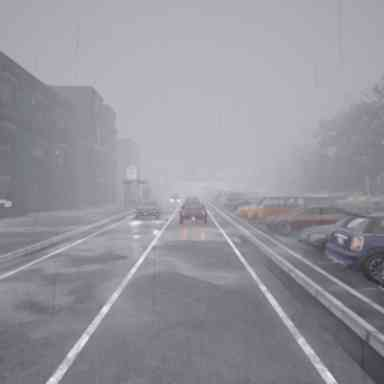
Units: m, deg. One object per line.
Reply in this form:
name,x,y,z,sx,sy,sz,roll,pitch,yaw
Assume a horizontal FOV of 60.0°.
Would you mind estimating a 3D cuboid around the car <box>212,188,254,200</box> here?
car,6.329,0.828,50.719,5.566,2.045,2.435,0,1,0

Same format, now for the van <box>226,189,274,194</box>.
van,6.370,0.988,36.803,4.442,1.987,1.878,0,1,0

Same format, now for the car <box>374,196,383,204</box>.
car,19.276,1.039,28.435,5.566,2.045,2.435,0,1,0

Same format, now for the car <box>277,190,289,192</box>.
car,19.448,0.678,61.986,5.566,2.045,2.435,0,1,0

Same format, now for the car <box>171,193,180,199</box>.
car,-3.404,0.818,68.630,1.895,1.301,4.718,0,1,0

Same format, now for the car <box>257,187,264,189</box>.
car,19.467,0.267,84.294,4.792,1.488,2.163,0,3,0

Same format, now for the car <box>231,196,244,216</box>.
car,6.029,1.312,25.673,5.366,1.575,1.946,0,0,0

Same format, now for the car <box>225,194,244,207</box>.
car,6.249,1.239,34.023,5.008,1.535,2.097,0,1,0

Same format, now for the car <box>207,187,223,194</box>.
car,6.485,-0.454,95.276,4.553,1.767,2.185,0,3,0

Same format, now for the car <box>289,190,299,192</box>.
car,19.431,0.892,56.408,4.553,1.767,2.185,0,1,0

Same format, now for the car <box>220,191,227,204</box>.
car,6.241,1.033,42.496,4.553,1.767,2.185,0,1,0

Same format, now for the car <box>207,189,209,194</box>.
car,6.357,0.597,75.794,4.792,1.488,2.163,0,2,0

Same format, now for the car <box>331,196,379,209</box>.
car,19.345,1.227,39.578,4.674,1.452,2.002,0,1,0

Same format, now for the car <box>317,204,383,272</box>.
car,6.126,1.329,8.973,4.553,1.767,2.185,0,0,0

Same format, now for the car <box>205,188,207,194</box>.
car,6.386,0.275,84.158,4.792,1.488,2.163,0,2,0

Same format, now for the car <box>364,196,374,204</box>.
car,19.342,1.294,31.225,4.792,1.488,2.163,0,1,0

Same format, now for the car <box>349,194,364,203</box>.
car,19.330,1.240,34.007,4.892,1.521,2.231,0,1,0

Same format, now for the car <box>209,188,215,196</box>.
car,6.389,0.687,67.438,4.553,1.767,2.185,0,1,0

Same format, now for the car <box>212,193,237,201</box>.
car,6.351,0.917,64.655,4.674,1.452,2.002,0,1,0

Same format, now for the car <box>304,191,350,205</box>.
car,19.343,0.854,47.930,5.566,2.045,2.435,0,1,0

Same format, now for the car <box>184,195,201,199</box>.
car,0.058,1.137,41.765,2.128,1.511,4.902,0,1,0

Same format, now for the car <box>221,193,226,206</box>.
car,6.269,1.188,39.589,4.892,1.521,2.231,0,1,0

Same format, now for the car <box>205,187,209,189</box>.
car,6.419,0.118,86.933,4.892,1.521,2.231,0,3,0

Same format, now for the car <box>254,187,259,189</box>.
car,19.690,0.111,86.945,5.366,1.575,1.946,0,3,0

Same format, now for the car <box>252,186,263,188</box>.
car,19.700,-0.029,89.737,5.366,1.575,1.946,0,3,0

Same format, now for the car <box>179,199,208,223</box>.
car,0.093,1.415,23.753,1.895,1.301,4.718,0,1,0

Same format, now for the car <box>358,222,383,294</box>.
car,6.154,1.477,6.189,4.892,1.521,2.231,0,0,0

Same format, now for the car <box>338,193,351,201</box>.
car,19.338,1.213,36.793,5.008,1.535,2.097,0,1,0

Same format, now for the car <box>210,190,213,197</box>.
car,6.333,0.932,61.866,5.008,1.535,2.097,0,1,0

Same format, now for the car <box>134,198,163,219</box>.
car,-3.359,1.296,26.344,1.837,1.490,4.892,0,1,0

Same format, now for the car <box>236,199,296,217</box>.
car,6.227,1.331,28.456,4.674,1.452,2.002,0,1,0

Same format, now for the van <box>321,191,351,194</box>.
van,19.245,0.907,45.145,4.442,1.987,1.878,0,1,0

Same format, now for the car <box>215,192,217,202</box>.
car,6.286,1.106,47.939,5.008,1.535,2.097,0,1,0

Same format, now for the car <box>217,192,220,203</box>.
car,6.467,1.130,45.155,5.366,1.575,1.946,0,1,0

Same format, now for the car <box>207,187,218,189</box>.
car,6.365,0.344,78.575,4.553,1.767,2.185,0,2,0

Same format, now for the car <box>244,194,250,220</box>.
car,6.174,1.214,22.889,4.553,1.767,2.185,0,0,0

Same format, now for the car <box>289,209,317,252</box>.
car,6.170,1.472,11.757,4.674,1.452,2.002,0,0,0

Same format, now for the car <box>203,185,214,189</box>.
car,6.463,-0.273,89.706,5.566,2.045,2.435,0,3,0

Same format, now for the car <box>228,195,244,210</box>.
car,6.228,1.265,31.240,5.008,1.535,2.097,0,1,0

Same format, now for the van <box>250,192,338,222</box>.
van,6.078,1.137,20.168,4.442,1.987,1.878,0,1,0

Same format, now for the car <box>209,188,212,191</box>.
car,6.399,0.615,70.217,4.553,1.767,2.185,0,1,0

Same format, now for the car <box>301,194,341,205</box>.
car,19.566,1.075,50.716,5.366,1.575,1.946,0,1,0

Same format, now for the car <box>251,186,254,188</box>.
car,19.553,-0.145,92.527,4.792,1.488,2.163,0,3,0

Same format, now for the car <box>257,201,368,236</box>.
car,6.157,1.417,17.323,4.792,1.488,2.163,0,0,0
